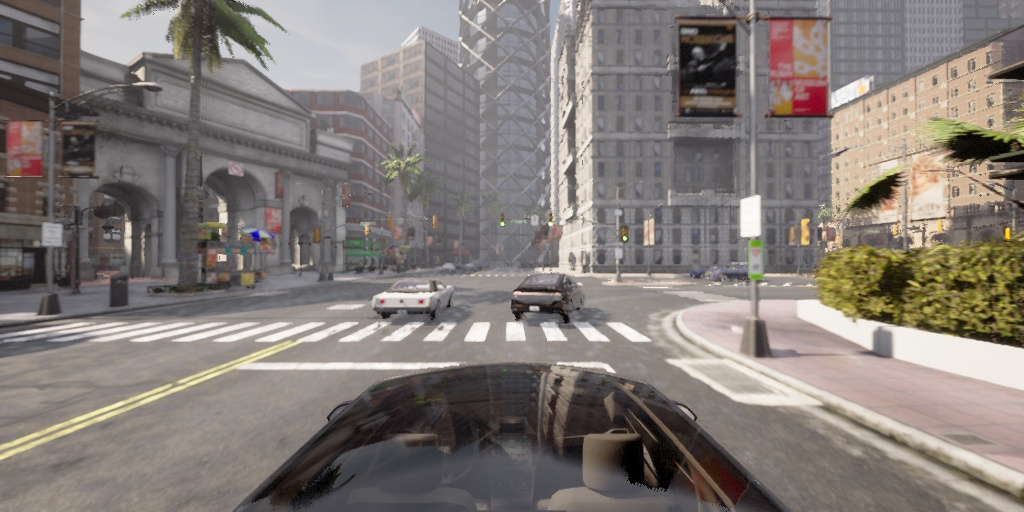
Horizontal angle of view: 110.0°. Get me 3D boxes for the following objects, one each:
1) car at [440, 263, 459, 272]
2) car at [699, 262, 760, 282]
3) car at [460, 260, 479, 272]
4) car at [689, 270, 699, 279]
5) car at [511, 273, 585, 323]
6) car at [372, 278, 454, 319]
[{"bbox_3d":[-10.500,1.898,59.480,1.812,1.442,4.674,0,-1,0],"label":"car"},{"bbox_3d":[20.213,1.438,32.912,4.553,1.767,2.097,0,-1,0],"label":"car"},{"bbox_3d":[-7.000,1.902,59.779,1.812,1.442,4.674,0,-1,0],"label":"car"},{"bbox_3d":[20.626,1.725,36.416,4.718,1.301,1.895,0,-1,0],"label":"car"},{"bbox_3d":[1.422,1.362,12.902,2.128,1.511,4.902,-1,-1,18],"label":"car"},{"bbox_3d":[-3.402,1.476,13.352,1.895,1.301,4.718,0,-1,0],"label":"car"}]
